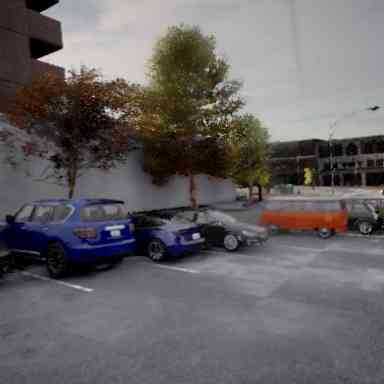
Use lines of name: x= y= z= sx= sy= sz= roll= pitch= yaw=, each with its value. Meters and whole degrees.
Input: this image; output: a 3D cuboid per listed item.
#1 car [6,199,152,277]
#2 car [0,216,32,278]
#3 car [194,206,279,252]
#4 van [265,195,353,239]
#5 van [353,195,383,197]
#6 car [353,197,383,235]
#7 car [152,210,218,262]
car: x=-4.237 y=1.245 z=10.508 sx=5.566 sy=2.045 sz=2.435 roll=-1 pitch=0 yaw=35
car: x=-6.684 y=1.502 z=8.767 sx=4.892 sy=1.521 sz=2.231 roll=-1 pitch=0 yaw=35
car: x=0.751 y=1.486 z=13.908 sx=4.892 sy=1.521 sz=2.231 roll=-1 pitch=-1 yaw=36
van: x=5.630 y=1.250 z=17.342 sx=4.442 sy=1.987 sz=1.878 roll=-1 pitch=0 yaw=36
van: x=10.807 y=1.236 z=20.565 sx=4.442 sy=1.987 sz=1.878 roll=-1 pitch=-1 yaw=36
car: x=8.243 y=1.343 z=18.934 sx=4.553 sy=1.767 sz=2.185 roll=-1 pitch=0 yaw=36
car: x=-1.751 y=1.520 z=12.215 sx=4.792 sy=1.488 sz=2.163 roll=-1 pitch=0 yaw=36
